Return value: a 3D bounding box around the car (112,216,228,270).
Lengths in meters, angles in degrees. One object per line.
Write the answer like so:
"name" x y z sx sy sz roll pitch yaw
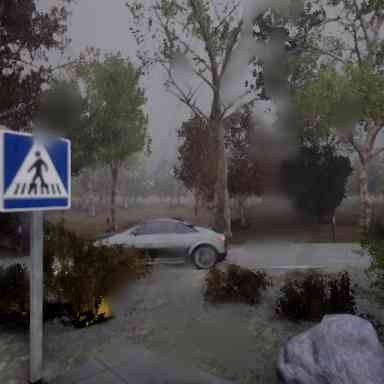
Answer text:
"car" -1.071 1.426 9.641 4.181 1.385 1.994 -2 0 0
